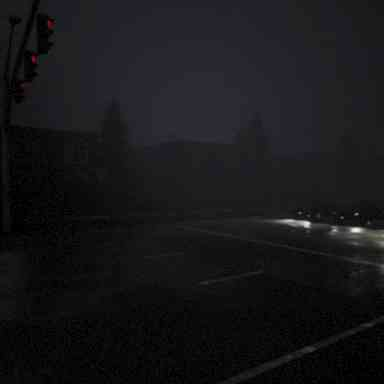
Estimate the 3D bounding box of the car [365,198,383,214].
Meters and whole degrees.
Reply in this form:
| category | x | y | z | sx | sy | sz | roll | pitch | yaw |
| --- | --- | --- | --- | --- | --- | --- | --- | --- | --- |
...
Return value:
| category | x | y | z | sx | sy | sz | roll | pitch | yaw |
| --- | --- | --- | --- | --- | --- | --- | --- | --- | --- |
| car | 17.742 | 1.193 | 29.840 | 4.718 | 1.301 | 1.895 | -1 | 1 | -33 |

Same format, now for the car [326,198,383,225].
| category | x | y | z | sx | sy | sz | roll | pitch | yaw |
| --- | --- | --- | --- | --- | --- | --- | --- | --- | --- |
| car | 10.975 | 1.245 | 21.264 | 4.674 | 1.442 | 1.812 | -1 | 1 | -33 |

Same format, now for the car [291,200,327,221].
| category | x | y | z | sx | sy | sz | roll | pitch | yaw |
| --- | --- | --- | --- | --- | --- | --- | --- | --- | --- |
| car | 9.199 | 1.266 | 24.285 | 4.181 | 1.385 | 1.994 | -1 | 1 | -33 |
